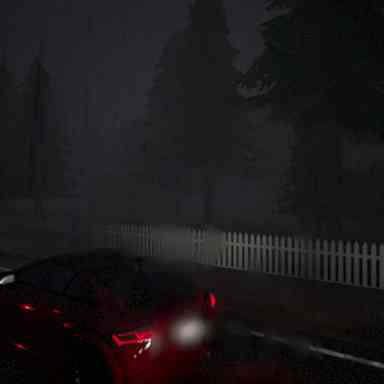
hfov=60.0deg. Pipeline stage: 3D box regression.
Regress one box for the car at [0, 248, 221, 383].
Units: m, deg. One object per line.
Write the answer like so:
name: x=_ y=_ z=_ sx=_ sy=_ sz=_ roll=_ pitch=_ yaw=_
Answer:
car: x=-1.675 y=1.567 z=4.975 sx=4.181 sy=1.385 sz=1.994 roll=0 pitch=0 yaw=35
